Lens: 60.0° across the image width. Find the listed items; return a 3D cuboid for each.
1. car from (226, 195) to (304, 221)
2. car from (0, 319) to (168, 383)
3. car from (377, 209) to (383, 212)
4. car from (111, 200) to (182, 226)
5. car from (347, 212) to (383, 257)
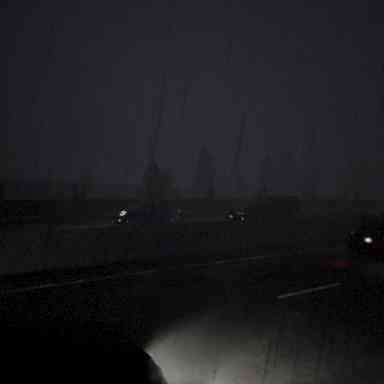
[{"bbox_3d":[5.030,1.231,22.635,5.566,2.045,2.150,0,0,-25],"label":"car"},{"bbox_3d":[-2.133,1.552,2.090,4.181,1.385,1.994,0,0,-36],"label":"car"},{"bbox_3d":[14.890,1.398,22.903,4.553,1.767,2.097,0,0,-19],"label":"car"},{"bbox_3d":[-3.036,1.327,22.354,4.553,1.767,2.097,0,0,-28],"label":"car"},{"bbox_3d":[7.644,1.577,11.977,4.181,1.385,1.994,0,0,-27],"label":"car"}]
